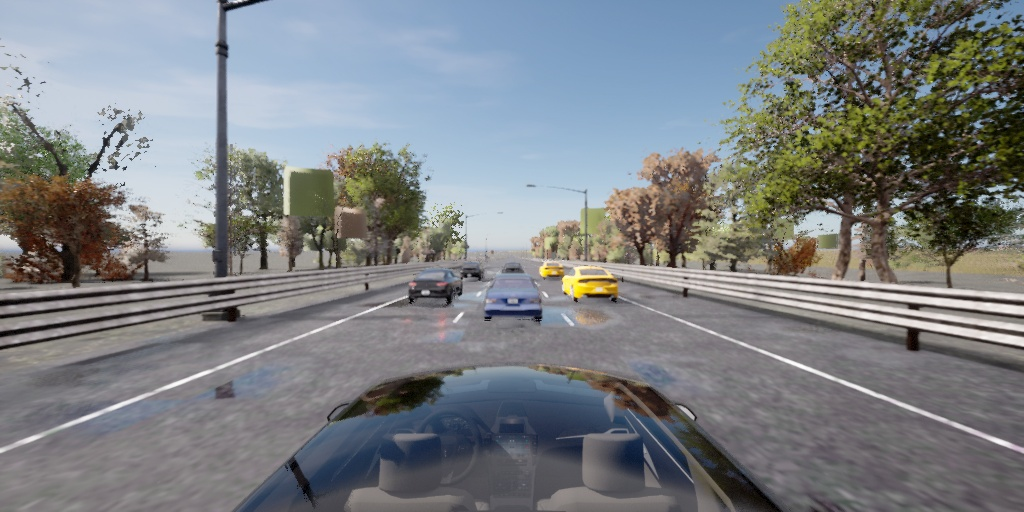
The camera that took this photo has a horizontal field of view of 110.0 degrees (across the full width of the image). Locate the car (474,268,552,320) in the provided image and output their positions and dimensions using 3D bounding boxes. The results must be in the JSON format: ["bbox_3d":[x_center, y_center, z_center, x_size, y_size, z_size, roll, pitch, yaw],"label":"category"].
[{"bbox_3d":[0.047,1.310,12.553,2.033,1.411,5.357,0,0,0],"label":"car"}]

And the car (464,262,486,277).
[{"bbox_3d":[-3.424,1.295,31.331,1.837,1.490,4.892,0,0,0],"label":"car"}]

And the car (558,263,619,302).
[{"bbox_3d":[3.577,1.247,17.100,1.882,1.535,5.008,0,-1,0],"label":"car"}]

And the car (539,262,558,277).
[{"bbox_3d":[3.580,1.269,32.755,1.882,1.535,5.008,0,0,0],"label":"car"}]

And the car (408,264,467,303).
[{"bbox_3d":[-3.426,1.293,16.580,1.812,1.442,4.674,0,0,0],"label":"car"}]

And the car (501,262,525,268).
[{"bbox_3d":[0.076,1.295,31.310,1.837,1.490,4.892,0,0,0],"label":"car"}]
